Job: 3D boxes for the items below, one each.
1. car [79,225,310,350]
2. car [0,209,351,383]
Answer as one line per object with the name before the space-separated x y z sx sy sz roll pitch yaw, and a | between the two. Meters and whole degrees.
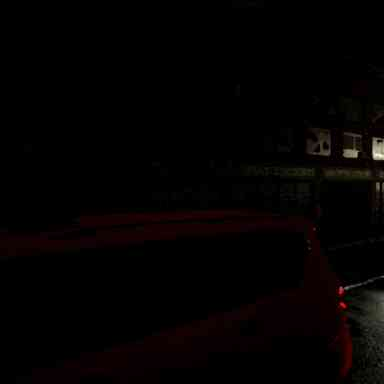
car | 0.206 1.544 6.714 4.313 1.339 1.947 0 0 -35
car | -1.017 1.221 2.641 5.566 2.045 2.150 0 0 -35
